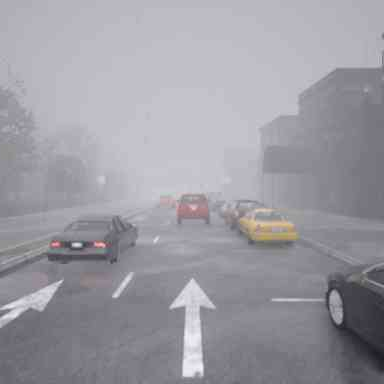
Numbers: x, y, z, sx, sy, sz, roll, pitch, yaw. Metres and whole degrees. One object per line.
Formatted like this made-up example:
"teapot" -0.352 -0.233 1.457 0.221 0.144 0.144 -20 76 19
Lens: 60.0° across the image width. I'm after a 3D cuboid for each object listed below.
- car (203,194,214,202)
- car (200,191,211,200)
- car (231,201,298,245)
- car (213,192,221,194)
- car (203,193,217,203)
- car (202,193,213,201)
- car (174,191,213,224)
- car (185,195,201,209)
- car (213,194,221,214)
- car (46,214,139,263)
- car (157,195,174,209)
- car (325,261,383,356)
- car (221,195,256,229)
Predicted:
"car" 3.182 1.130 64.995 1.946 1.575 5.366 0 0 0
"car" 3.166 0.796 81.287 2.435 2.045 5.566 0 0 0
"car" 3.223 1.396 15.143 1.946 1.575 5.366 0 0 0
"car" 3.199 0.971 48.262 2.435 2.045 5.566 0 0 0
"car" 3.188 1.038 59.253 2.185 1.767 4.553 0 0 0
"car" 3.231 1.098 71.867 2.231 1.521 4.892 0 0 1
"car" 0.097 1.098 23.456 2.150 2.045 5.566 0 1 0
"car" 0.080 1.252 42.184 1.882 1.535 5.008 0 0 0
"car" 3.210 1.283 37.053 2.231 1.521 4.892 0 0 0
"car" -3.151 1.485 11.607 2.033 1.411 5.357 0 0 0
"car" -3.171 1.127 42.290 2.097 1.767 4.553 0 0 0
"car" 3.225 1.460 3.901 2.231 1.521 4.892 0 0 0
"car" 3.225 1.245 20.452 2.185 1.767 4.553 0 0 0
